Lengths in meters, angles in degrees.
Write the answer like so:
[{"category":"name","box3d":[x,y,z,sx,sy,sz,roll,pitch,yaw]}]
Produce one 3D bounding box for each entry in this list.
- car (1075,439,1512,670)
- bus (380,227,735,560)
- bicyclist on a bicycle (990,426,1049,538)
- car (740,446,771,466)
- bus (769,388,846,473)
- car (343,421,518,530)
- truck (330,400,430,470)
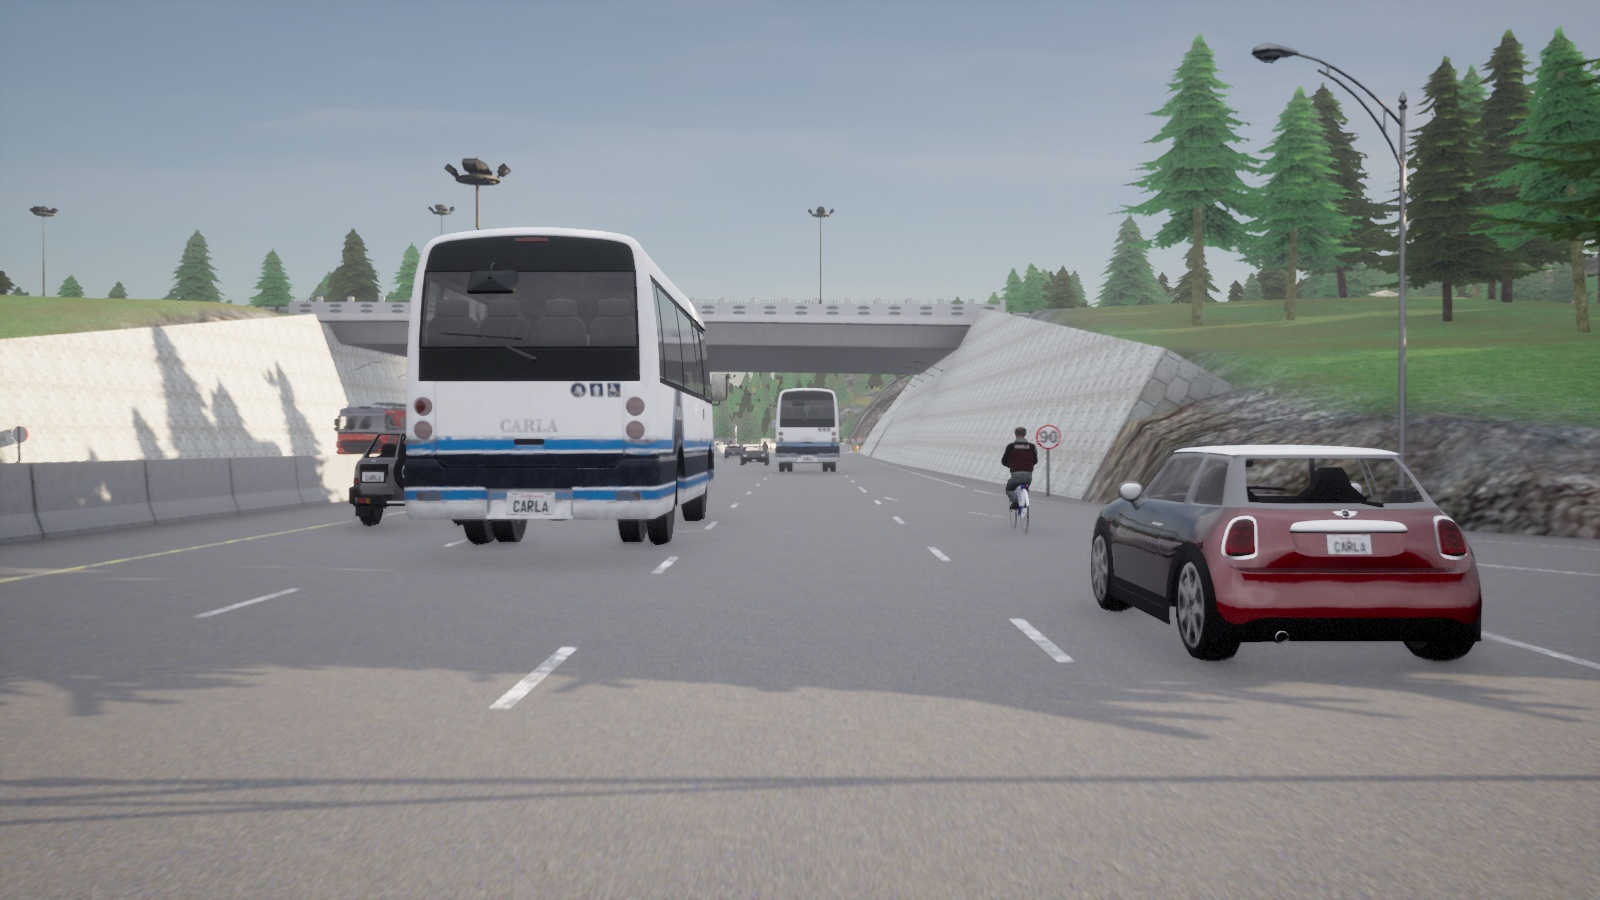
[{"category":"car","box3d":[3.572,0.659,9.934,1.970,1.475,3.806,0,0,0]},{"category":"bus","box3d":[-3.363,-0.752,21.163,3.944,4.253,10.273,0,0,0]},{"category":"bicyclist on a bicycle","box3d":[3.634,0.502,20.914,0.659,1.776,1.843,0,1,0]},{"category":"car","box3d":[-3.002,0.367,84.801,1.895,1.301,4.718,0,0,0]},{"category":"bus","box3d":[0.408,-1.017,68.716,3.944,4.253,10.273,0,0,0]},{"category":"car","box3d":[-6.849,0.423,23.820,1.932,1.855,4.605,0,0,0]},{"category":"truck","box3d":[-24.072,-0.846,72.483,2.891,3.827,8.468,0,0,0]}]
